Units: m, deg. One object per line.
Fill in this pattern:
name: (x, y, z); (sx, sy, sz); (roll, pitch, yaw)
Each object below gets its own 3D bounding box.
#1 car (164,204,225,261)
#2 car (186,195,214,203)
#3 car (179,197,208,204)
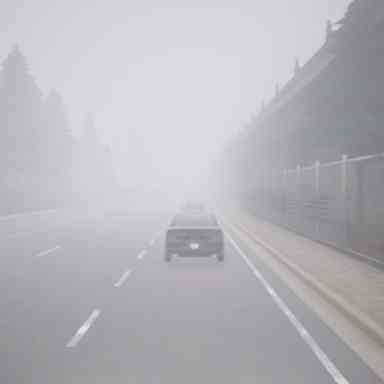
car: (0.076, 1.397, 12.008); (1.882, 1.535, 5.008); (0, 0, 0)
car: (1.722, 1.217, 57.724); (1.895, 1.301, 4.718); (0, 0, 41)
car: (0.095, 1.375, 28.303); (1.994, 1.385, 4.181); (0, 0, 0)
